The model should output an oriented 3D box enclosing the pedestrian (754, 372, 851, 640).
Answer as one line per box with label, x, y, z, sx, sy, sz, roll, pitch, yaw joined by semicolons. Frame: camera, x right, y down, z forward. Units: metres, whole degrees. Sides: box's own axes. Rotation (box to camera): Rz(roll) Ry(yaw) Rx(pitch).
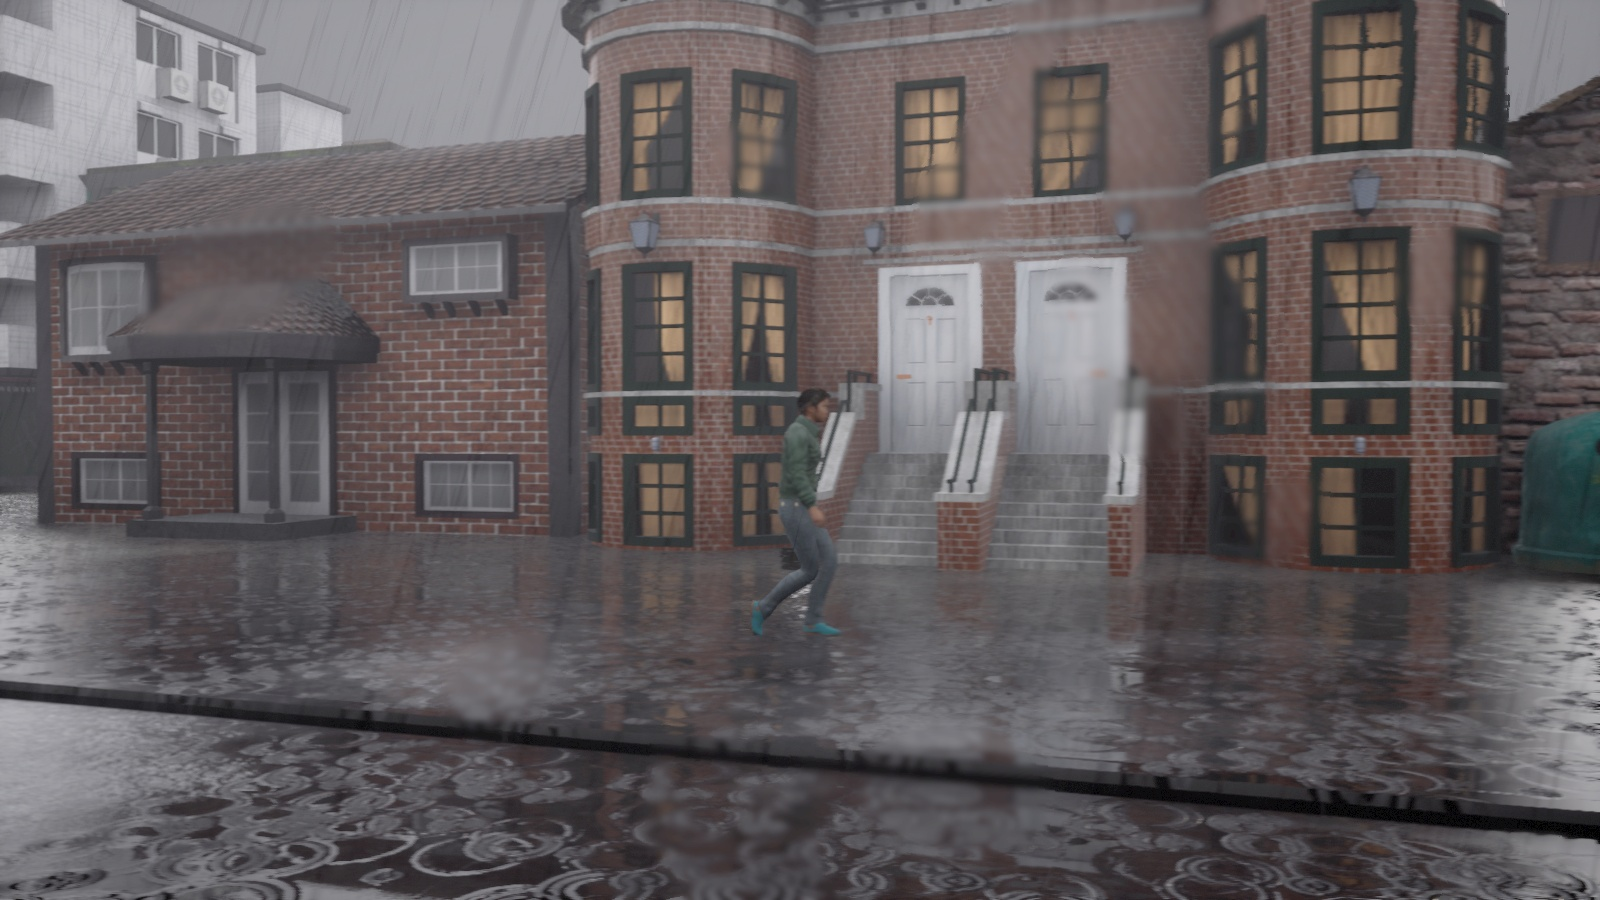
pedestrian;0.021;0.384;8.883;0.614;1.847;0.353;1;1;14
